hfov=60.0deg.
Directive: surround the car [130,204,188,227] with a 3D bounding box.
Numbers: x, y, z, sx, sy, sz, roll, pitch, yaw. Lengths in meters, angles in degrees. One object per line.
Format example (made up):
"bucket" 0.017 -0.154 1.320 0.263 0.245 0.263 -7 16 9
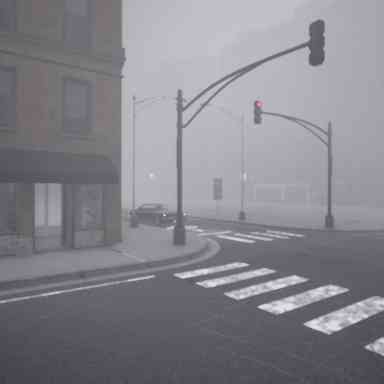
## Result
"car" -2.277 1.450 21.958 1.895 1.301 4.718 0 0 -35
